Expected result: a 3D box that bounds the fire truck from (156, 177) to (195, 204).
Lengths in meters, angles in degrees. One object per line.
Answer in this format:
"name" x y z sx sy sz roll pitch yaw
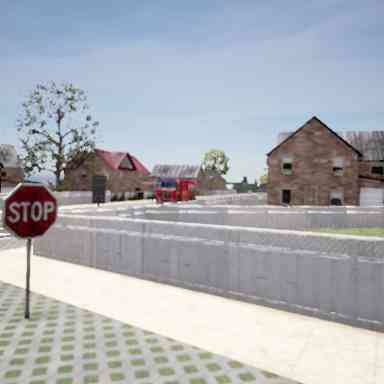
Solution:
"fire truck" -2.138 -0.201 47.382 2.891 3.827 8.468 3 1 19
